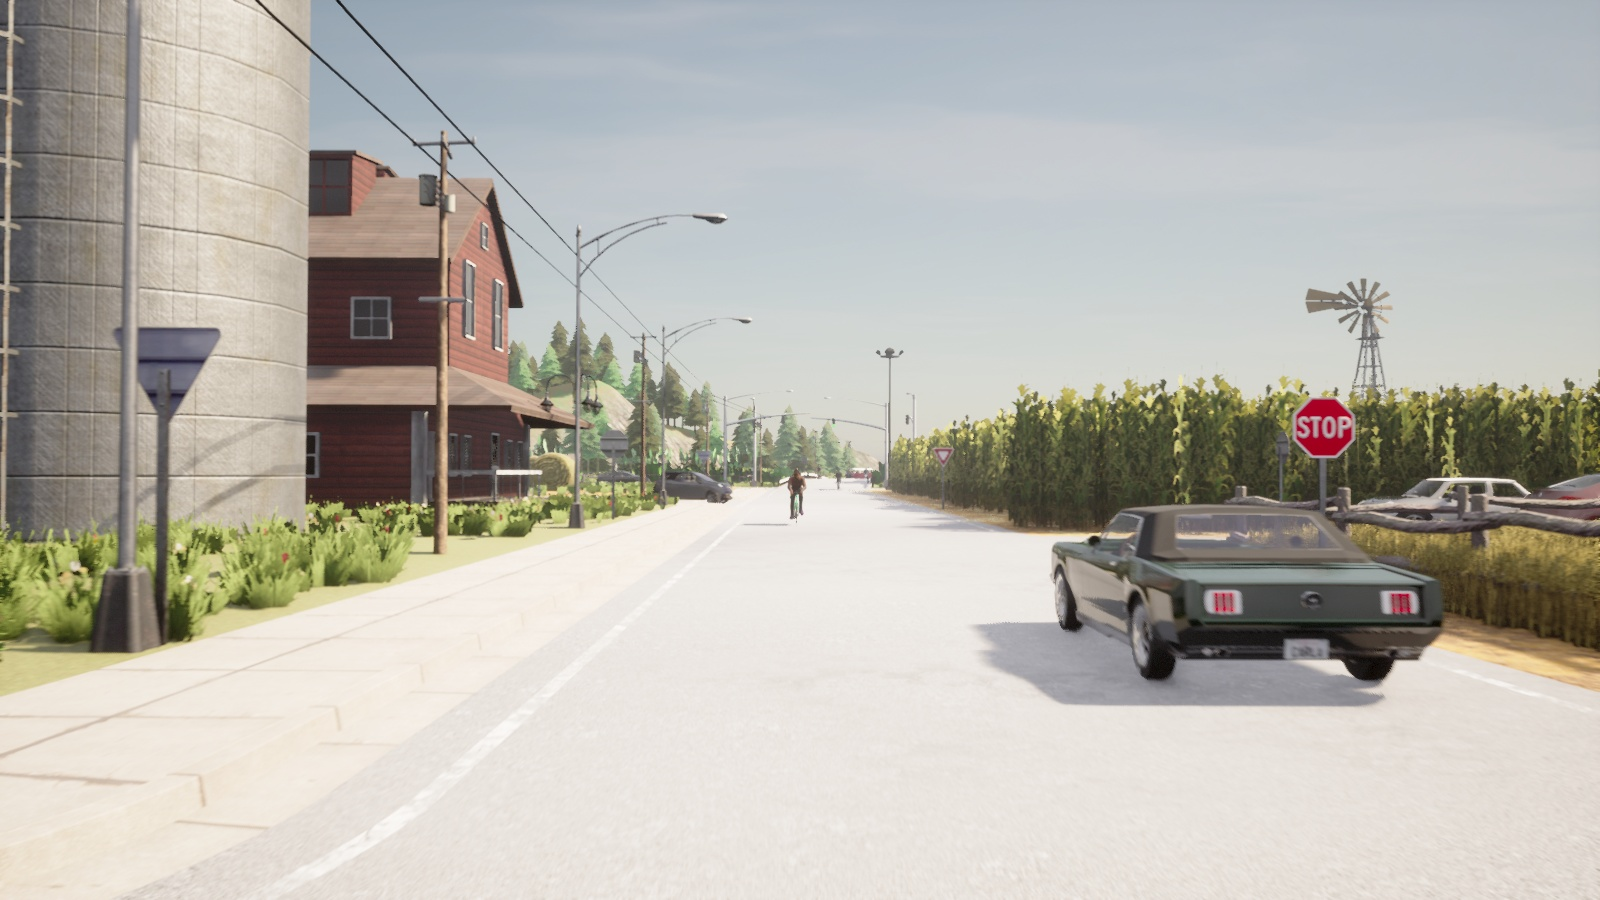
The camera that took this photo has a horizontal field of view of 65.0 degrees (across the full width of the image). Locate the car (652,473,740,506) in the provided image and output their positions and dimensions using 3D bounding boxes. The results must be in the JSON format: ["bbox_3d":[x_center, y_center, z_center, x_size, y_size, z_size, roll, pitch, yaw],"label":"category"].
[{"bbox_3d":[-4.814,1.817,58.332,3.633,1.501,1.845,0,-1,16],"label":"car"}]

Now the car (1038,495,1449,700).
[{"bbox_3d":[3.473,1.087,10.932,1.895,1.301,4.718,0,-1,0],"label":"car"}]

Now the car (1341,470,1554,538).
[{"bbox_3d":[14.630,1.207,28.541,3.806,1.475,1.970,0,-1,0],"label":"car"}]

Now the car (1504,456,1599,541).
[{"bbox_3d":[17.412,0.957,25.472,5.027,1.651,2.152,0,-1,0],"label":"car"}]
